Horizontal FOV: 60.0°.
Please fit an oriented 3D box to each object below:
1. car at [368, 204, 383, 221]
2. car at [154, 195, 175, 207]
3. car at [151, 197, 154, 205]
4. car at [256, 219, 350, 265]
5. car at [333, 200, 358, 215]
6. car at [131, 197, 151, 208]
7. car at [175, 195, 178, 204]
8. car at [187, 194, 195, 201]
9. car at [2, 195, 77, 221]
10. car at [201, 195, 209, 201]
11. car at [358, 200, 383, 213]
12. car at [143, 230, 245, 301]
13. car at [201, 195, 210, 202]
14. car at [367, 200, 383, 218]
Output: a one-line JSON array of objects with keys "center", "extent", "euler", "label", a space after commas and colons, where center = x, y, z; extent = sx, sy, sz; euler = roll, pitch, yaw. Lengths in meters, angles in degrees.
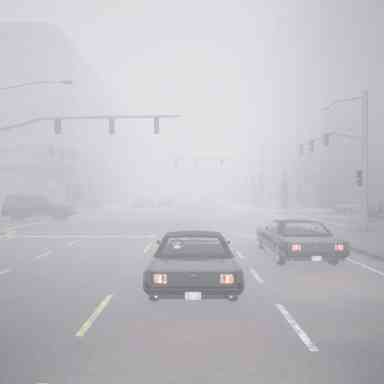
[{"center": [3.593, 1.221, 1.903], "extent": [2.150, 2.045, 5.566], "euler": [0, 0, 0], "label": "car"}, {"center": [-4.065, 1.547, 50.263], "extent": [2.033, 1.411, 5.357], "euler": [0, 0, 0], "label": "car"}, {"center": [-7.516, 1.547, 58.421], "extent": [2.033, 1.411, 5.357], "euler": [0, 0, 0], "label": "car"}, {"center": [3.542, 1.601, 11.655], "extent": [1.895, 1.301, 4.718], "euler": [0, 0, 0], "label": "car"}, {"center": [17.189, 1.533, 34.278], "extent": [5.008, 1.535, 1.882], "euler": [0, 0, 0], "label": "car"}, {"center": [-7.547, 1.505, 47.854], "extent": [1.837, 1.490, 4.892], "euler": [0, 0, 0], "label": "car"}, {"center": [-3.984, 1.505, 60.106], "extent": [1.837, 1.490, 4.892], "euler": [0, 0, 1], "label": "car"}, {"center": [-0.159, 1.355, 87.252], "extent": [2.097, 1.767, 4.553], "euler": [0, 0, 1], "label": "car"}, {"center": [-12.484, 1.266, 27.364], "extent": [5.566, 2.045, 2.150], "euler": [-1, 0, -5], "label": "car"}, {"center": [3.343, 1.553, 87.383], "extent": [1.994, 1.385, 4.181], "euler": [0, 0, 1], "label": "car"}, {"center": [16.559, 1.407, 27.078], "extent": [4.553, 1.767, 2.097], "euler": [0, 0, 0], "label": "car"}, {"center": [0.038, 1.601, 8.267], "extent": [1.895, 1.301, 4.718], "euler": [0, 0, 0], "label": "car"}, {"center": [3.248, 1.595, 77.408], "extent": [1.895, 1.301, 4.718], "euler": [0, 0, 1], "label": "car"}, {"center": [19.254, 1.547, 30.777], "extent": [4.902, 1.511, 2.128], "euler": [0, 0, 0], "label": "car"}]
